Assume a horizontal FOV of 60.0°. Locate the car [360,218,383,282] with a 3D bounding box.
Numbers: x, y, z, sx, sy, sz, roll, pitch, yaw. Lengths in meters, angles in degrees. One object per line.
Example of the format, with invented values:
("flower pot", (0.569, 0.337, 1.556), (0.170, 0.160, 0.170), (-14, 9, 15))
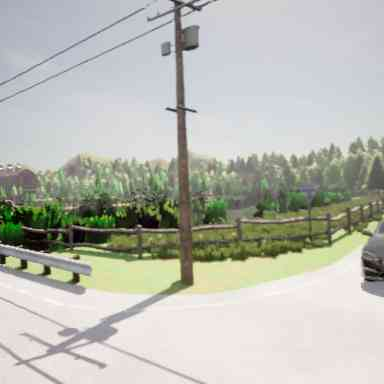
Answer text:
("car", (5.816, 1.377, 8.820), (2.128, 1.511, 4.902), (-2, -1, 37))
